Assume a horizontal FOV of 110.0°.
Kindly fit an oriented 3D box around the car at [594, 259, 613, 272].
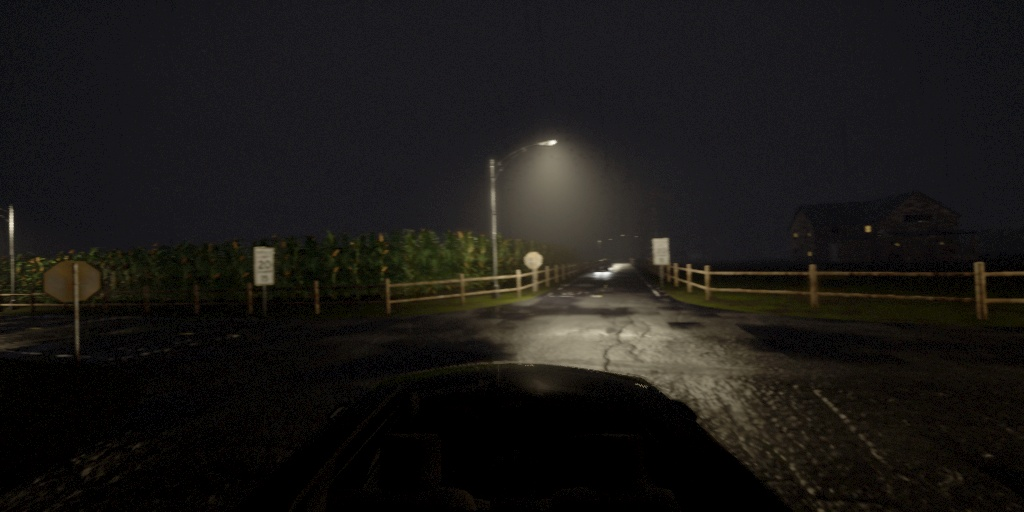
[{"bbox_3d":[12.164,1.362,48.356,2.128,1.511,4.902,-2,-1,17],"label":"car"}]
